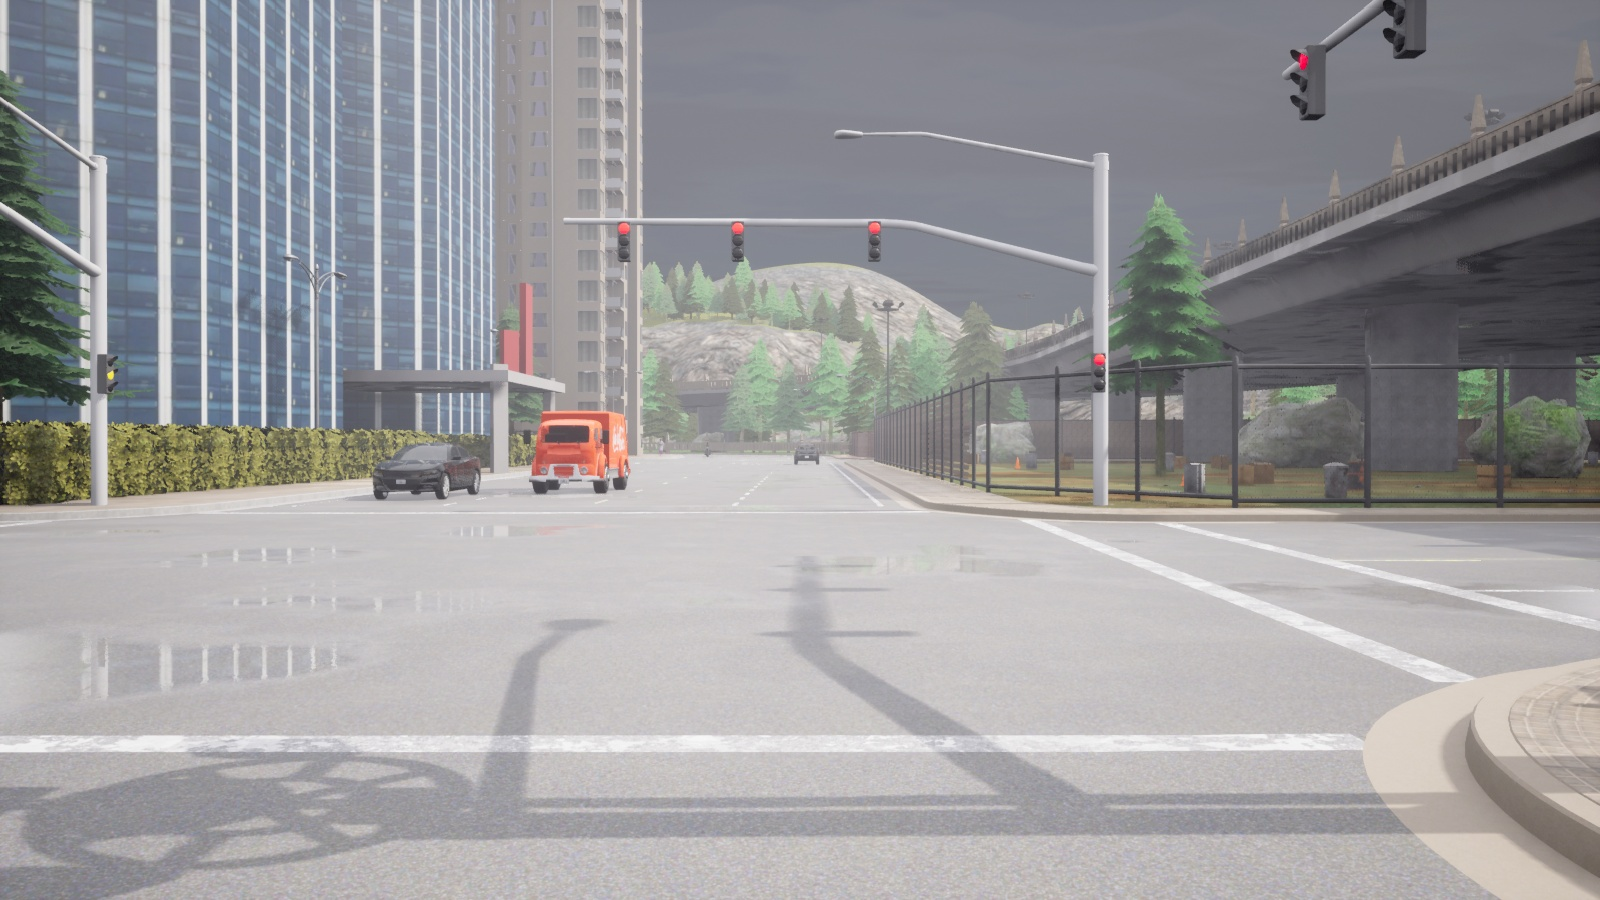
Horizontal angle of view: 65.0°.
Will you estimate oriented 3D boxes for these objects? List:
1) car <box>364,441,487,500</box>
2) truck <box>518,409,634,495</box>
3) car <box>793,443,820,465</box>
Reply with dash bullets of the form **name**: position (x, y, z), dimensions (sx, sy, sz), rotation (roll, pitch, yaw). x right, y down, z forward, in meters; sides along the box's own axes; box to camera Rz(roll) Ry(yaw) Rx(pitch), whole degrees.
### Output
- **car**: position (-10.300, 0.519, 34.939), dimensions (1.882, 1.535, 5.008), rotation (0, 0, 0)
- **truck**: position (-6.780, 0.036, 38.678), dimensions (2.627, 2.467, 5.204), rotation (0, 0, 0)
- **car**: position (0.479, 0.267, 87.497), dimensions (1.816, 1.474, 4.193), rotation (0, 0, 0)
